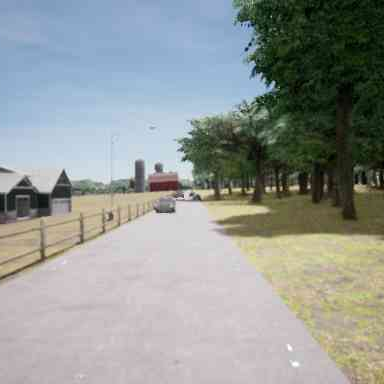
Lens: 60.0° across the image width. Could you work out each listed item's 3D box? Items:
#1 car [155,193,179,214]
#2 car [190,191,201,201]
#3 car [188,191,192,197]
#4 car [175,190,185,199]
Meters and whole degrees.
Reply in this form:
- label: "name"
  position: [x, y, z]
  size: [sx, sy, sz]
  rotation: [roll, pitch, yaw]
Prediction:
- label: "car"
  position: [-2.815, 1.361, 36.098]
  size: [2.097, 1.767, 4.553]
  rotation: [0, 0, 0]
- label: "car"
  position: [1.014, 1.120, 71.394]
  size: [1.812, 1.442, 4.674]
  rotation: [0, 1, 0]
- label: "car"
  position: [0.065, 0.696, 90.572]
  size: [1.837, 1.490, 4.892]
  rotation: [0, 1, 0]
- label: "car"
  position: [-2.694, 0.587, 76.552]
  size: [2.150, 2.045, 5.566]
  rotation: [0, 1, 0]
